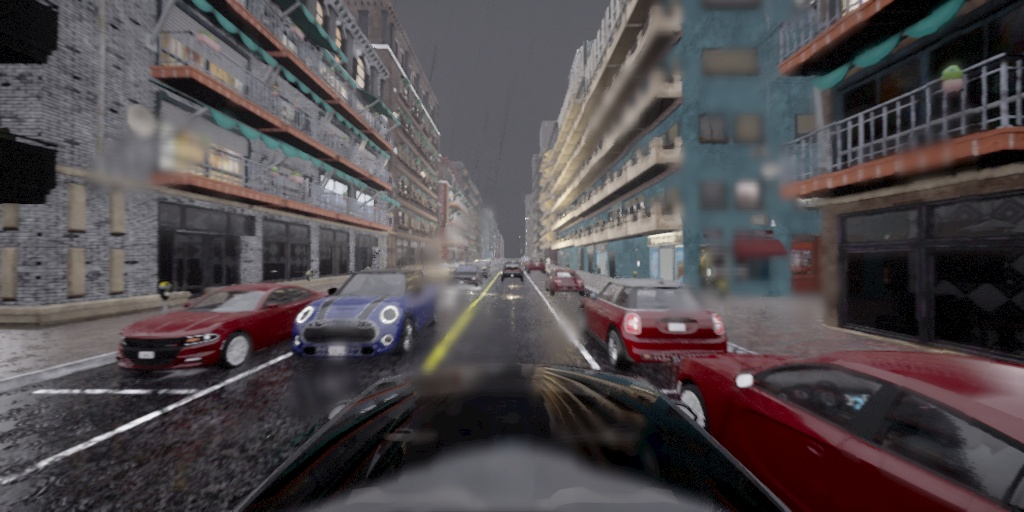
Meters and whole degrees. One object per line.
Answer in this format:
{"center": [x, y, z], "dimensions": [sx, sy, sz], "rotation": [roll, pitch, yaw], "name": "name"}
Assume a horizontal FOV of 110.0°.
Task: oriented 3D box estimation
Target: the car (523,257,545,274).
{"center": [2.706, 1.038, 40.949], "dimensions": [2.192, 1.841, 5.009], "rotation": [0, 0, 0], "name": "car"}

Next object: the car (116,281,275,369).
{"center": [-5.687, 1.291, 7.824], "dimensions": [1.888, 1.381, 4.507], "rotation": [0, 0, 0], "name": "car"}

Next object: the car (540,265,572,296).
{"center": [2.698, 1.319, 18.855], "dimensions": [1.802, 1.307, 4.207], "rotation": [0, 0, 0], "name": "car"}

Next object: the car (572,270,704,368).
{"center": [2.695, 1.185, 7.808], "dimensions": [1.967, 1.591, 4.097], "rotation": [0, 0, 0], "name": "car"}

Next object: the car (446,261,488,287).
{"center": [-2.993, 1.281, 24.498], "dimensions": [2.033, 1.411, 5.357], "rotation": [0, 0, 0], "name": "car"}

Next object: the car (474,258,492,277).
{"center": [-2.990, 1.234, 32.630], "dimensions": [1.837, 1.490, 4.892], "rotation": [0, 0, 0], "name": "car"}

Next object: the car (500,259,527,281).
{"center": [0.036, 1.236, 29.852], "dimensions": [1.837, 1.490, 4.892], "rotation": [0, 0, 1], "name": "car"}

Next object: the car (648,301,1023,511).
{"center": [2.693, 1.294, 2.284], "dimensions": [1.888, 1.381, 4.507], "rotation": [0, 0, 0], "name": "car"}

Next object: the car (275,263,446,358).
{"center": [-3.102, 1.100, 8.591], "dimensions": [2.097, 1.767, 4.553], "rotation": [0, 0, -1], "name": "car"}
